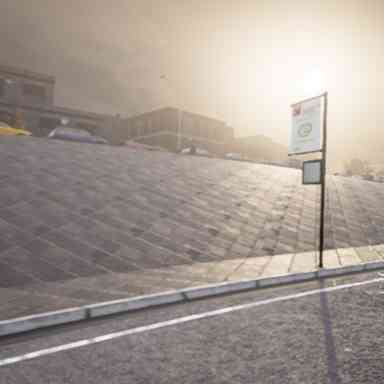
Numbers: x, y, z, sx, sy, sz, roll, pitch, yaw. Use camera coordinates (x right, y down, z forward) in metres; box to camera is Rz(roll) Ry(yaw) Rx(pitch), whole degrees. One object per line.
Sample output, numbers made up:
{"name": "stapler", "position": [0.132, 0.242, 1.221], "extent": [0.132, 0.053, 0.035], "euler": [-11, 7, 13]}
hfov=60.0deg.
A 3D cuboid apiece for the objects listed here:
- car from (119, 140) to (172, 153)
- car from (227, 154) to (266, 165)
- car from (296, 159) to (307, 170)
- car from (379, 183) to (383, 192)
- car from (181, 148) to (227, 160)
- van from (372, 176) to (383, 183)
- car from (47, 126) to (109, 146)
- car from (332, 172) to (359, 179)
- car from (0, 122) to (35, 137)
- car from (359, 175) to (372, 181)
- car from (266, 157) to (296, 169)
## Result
{"name": "car", "position": [-3.916, -3.584, 28.610], "extent": [4.792, 1.488, 2.163], "euler": [3, -1, -34]}
{"name": "car", "position": [4.969, -3.205, 34.983], "extent": [4.892, 1.521, 2.231], "euler": [3, -1, -36]}
{"name": "car", "position": [13.823, -2.981, 41.918], "extent": [5.566, 2.045, 2.435], "euler": [3, -1, -39]}
{"name": "car", "position": [38.168, -0.792, 64.449], "extent": [2.163, 1.488, 4.792], "euler": [1, -3, 45]}
{"name": "car", "position": [0.600, -3.368, 31.777], "extent": [4.674, 1.452, 2.002], "euler": [3, -1, -35]}
{"name": "van", "position": [30.430, -1.756, 56.688], "extent": [4.442, 1.987, 1.878], "euler": [5, -2, -43]}
{"name": "car", "position": [-8.659, -3.952, 25.417], "extent": [4.553, 1.767, 2.185], "euler": [3, -1, -33]}
{"name": "car", "position": [22.186, -2.138, 49.091], "extent": [4.674, 1.452, 2.002], "euler": [4, -2, -41]}
{"name": "car", "position": [-13.315, -4.033, 22.441], "extent": [5.008, 1.535, 2.097], "euler": [3, -1, -31]}
{"name": "car", "position": [26.283, -1.829, 52.811], "extent": [4.674, 1.452, 2.002], "euler": [4, -2, -42]}
{"name": "car", "position": [9.438, -3.104, 38.418], "extent": [4.553, 1.767, 2.185], "euler": [3, -1, -38]}
